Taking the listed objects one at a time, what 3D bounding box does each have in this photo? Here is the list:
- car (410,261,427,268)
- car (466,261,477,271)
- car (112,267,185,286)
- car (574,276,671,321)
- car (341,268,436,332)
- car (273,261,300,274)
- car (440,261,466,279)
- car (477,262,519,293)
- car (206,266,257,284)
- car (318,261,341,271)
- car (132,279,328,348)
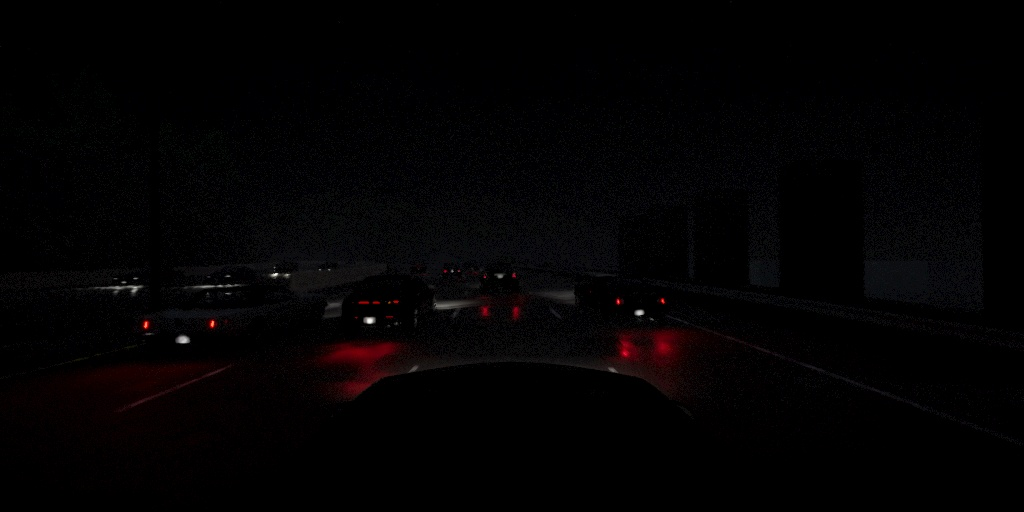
[{"bbox_3d":[-11.878,1.428,45.591,1.882,1.535,5.008,0,0,-14],"label":"car"},{"bbox_3d":[-6.110,1.406,51.217,1.837,1.490,4.892,1,0,-15],"label":"car"},{"bbox_3d":[-30.511,1.663,30.411,2.033,1.411,5.357,-1,0,-9],"label":"car"},{"bbox_3d":[3.526,1.334,12.484,1.895,1.301,4.718,-1,0,-3],"label":"car"},{"bbox_3d":[-3.598,1.310,11.154,1.837,1.490,4.892,0,0,-3],"label":"car"},{"bbox_3d":[-31.534,1.513,50.163,2.097,1.767,4.553,-1,0,-16],"label":"car"},{"bbox_3d":[-5.868,1.416,34.622,2.033,1.411,5.357,0,0,-12],"label":"car"},{"bbox_3d":[-0.863,1.145,21.498,2.097,1.767,4.553,-1,0,-6],"label":"car"},{"bbox_3d":[-23.414,1.568,30.182,1.812,1.442,4.674,-1,0,-9],"label":"car"},{"bbox_3d":[-22.975,1.569,45.307,1.837,1.490,4.892,0,0,-14],"label":"car"},{"bbox_3d":[-6.853,1.435,9.585,1.895,1.301,4.718,-1,0,-2],"label":"car"}]
